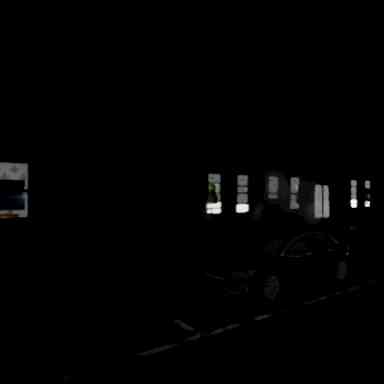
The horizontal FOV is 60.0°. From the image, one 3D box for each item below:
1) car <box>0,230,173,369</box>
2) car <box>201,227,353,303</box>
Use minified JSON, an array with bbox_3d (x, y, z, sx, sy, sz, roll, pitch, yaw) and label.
[{"bbox_3d":[-2.396,1.443,4.853,4.097,1.590,1.967,0,0,-36],"label":"car"},{"bbox_3d":[2.230,1.576,8.169,4.403,1.369,2.008,0,0,-36],"label":"car"}]
